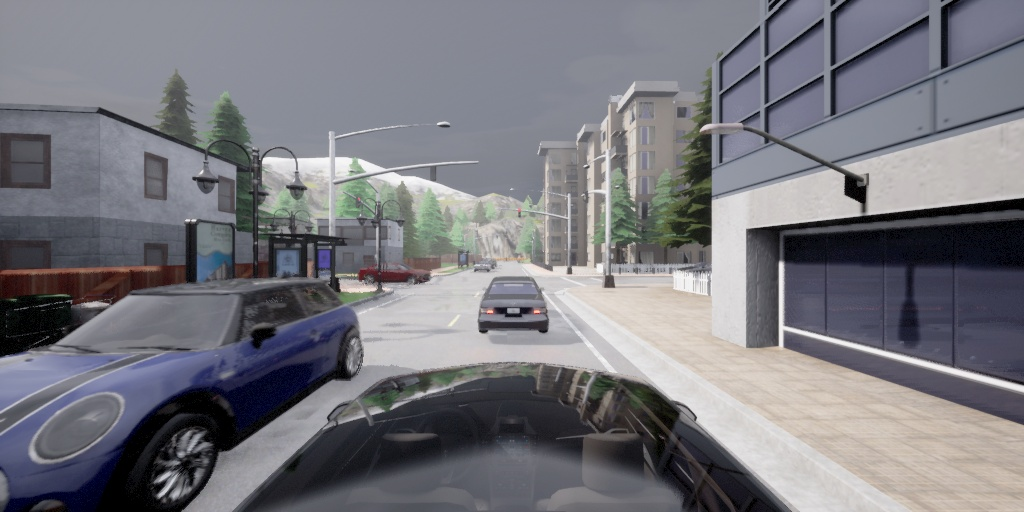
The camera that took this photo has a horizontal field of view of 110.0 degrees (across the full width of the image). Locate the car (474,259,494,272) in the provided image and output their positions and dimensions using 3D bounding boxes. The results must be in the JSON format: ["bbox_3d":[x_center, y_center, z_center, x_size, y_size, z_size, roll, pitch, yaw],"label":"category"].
[{"bbox_3d":[-3.731,1.351,45.410,1.895,1.301,4.718,0,0,0],"label":"car"}]

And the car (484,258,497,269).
[{"bbox_3d":[-3.753,1.102,55.264,2.097,1.767,4.553,0,0,0],"label":"car"}]

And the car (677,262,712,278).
[{"bbox_3d":[16.601,1.257,30.700,4.902,1.511,2.128,0,0,-2],"label":"car"}]

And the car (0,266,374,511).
[{"bbox_3d":[-3.590,1.102,4.200,2.097,1.767,4.553,0,0,0],"label":"car"}]

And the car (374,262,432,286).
[{"bbox_3d":[-8.107,1.214,24.956,5.008,1.535,1.882,0,0,8],"label":"car"}]

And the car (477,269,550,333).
[{"bbox_3d":[0.041,1.297,10.701,2.033,1.411,5.357,0,0,0],"label":"car"}]
